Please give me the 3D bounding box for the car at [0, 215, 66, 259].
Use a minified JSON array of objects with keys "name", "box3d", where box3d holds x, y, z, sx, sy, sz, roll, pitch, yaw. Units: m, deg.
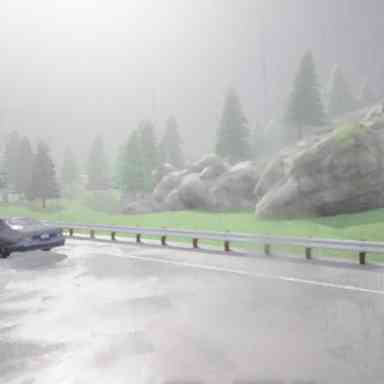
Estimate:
[{"name":"car","box3d":[-7.223,1.597,12.857,5.357,1.411,2.033,0,0,32]}]
